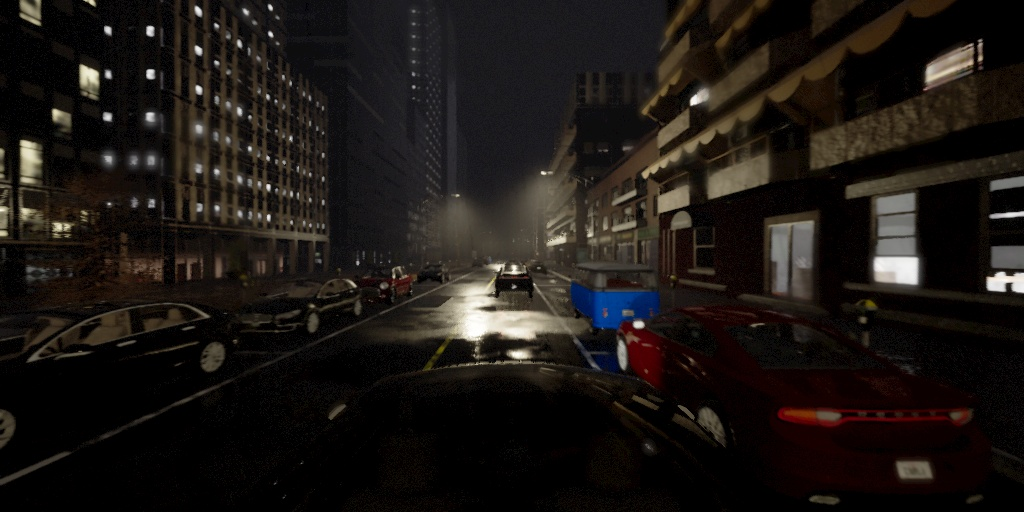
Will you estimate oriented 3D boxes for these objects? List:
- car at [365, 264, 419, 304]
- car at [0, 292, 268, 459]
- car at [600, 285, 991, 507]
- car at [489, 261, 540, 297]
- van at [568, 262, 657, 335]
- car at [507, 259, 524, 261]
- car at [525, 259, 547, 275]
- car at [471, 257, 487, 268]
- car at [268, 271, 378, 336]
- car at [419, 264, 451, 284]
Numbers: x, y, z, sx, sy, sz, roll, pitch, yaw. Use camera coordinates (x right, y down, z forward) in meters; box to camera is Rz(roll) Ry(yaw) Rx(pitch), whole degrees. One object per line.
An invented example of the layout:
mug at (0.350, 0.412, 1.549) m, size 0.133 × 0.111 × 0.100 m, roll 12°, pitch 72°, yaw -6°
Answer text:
car at (-5.694, 1.162, 15.669) m, size 1.967 × 1.591 × 4.097 m, roll 0°, pitch 0°, yaw 0°
car at (-5.692, 1.294, 4.622) m, size 2.007 × 1.370 × 4.403 m, roll 0°, pitch 0°, yaw 0°
car at (2.689, 1.290, 4.624) m, size 1.888 × 1.381 × 4.507 m, roll 0°, pitch 0°, yaw 0°
car at (0.098, 1.207, 18.723) m, size 2.128 × 1.511 × 4.902 m, roll 0°, pitch 0°, yaw 0°
van at (2.688, 1.074, 10.146) m, size 1.690 × 1.789 × 3.998 m, roll 0°, pitch 0°, yaw 0°
car at (0.091, 1.185, 41.553) m, size 1.837 × 1.490 × 4.892 m, roll 0°, pitch 0°, yaw 0°
car at (2.682, 1.251, 37.761) m, size 1.948 × 1.339 × 4.313 m, roll 0°, pitch 0°, yaw 0°
car at (-5.704, 1.227, 59.851) m, size 1.948 × 1.339 × 4.313 m, roll 0°, pitch 0°, yaw 0°
car at (-5.693, 1.283, 10.146) m, size 2.007 × 1.370 × 4.403 m, roll 0°, pitch 0°, yaw 0°
car at (-5.697, 1.267, 26.714) m, size 1.948 × 1.339 × 4.313 m, roll 0°, pitch 0°, yaw 0°
